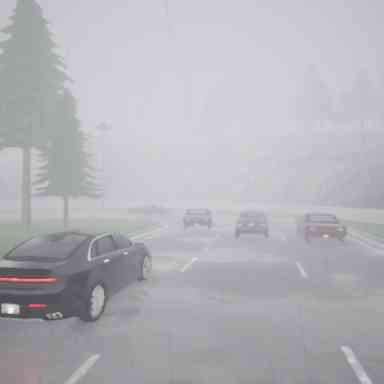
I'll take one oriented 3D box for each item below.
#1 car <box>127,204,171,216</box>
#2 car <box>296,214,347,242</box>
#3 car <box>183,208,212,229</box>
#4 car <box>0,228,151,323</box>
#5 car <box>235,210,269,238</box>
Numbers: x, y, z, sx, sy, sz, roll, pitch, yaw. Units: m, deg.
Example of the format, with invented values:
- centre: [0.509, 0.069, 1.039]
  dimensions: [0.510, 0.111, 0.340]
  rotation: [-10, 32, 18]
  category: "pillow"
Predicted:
- centre: [-4.741, 1.945, 36.209]
  dimensions: [4.718, 1.301, 1.895]
  rotation: [0, -1, 23]
  category: "car"
- centre: [6.761, 1.807, 17.880]
  dimensions: [1.895, 1.301, 4.718]
  rotation: [0, -1, 11]
  category: "car"
- centre: [0.462, 1.843, 23.986]
  dimensions: [1.895, 1.301, 4.718]
  rotation: [0, -1, 4]
  category: "car"
- centre: [-2.338, 1.570, 7.435]
  dimensions: [1.837, 1.490, 4.892]
  rotation: [0, -1, 10]
  category: "car"
- centre: [3.494, 1.756, 19.352]
  dimensions: [2.033, 1.411, 5.357]
  rotation: [0, -1, 11]
  category: "car"
